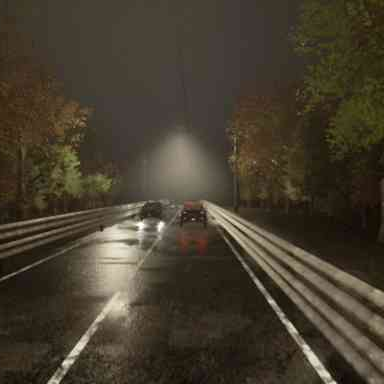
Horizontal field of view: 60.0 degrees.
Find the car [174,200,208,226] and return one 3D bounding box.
[{"bbox_3d":[0.089,1.550,23.542,2.128,1.511,4.902,0,0,0],"label":"car"}]

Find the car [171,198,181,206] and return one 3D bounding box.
[{"bbox_3d":[-3.267,2.000,71.334,2.097,1.767,4.553,0,-1,0],"label":"car"}]

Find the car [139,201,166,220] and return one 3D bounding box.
[{"bbox_3d":[-3.351,1.581,28.899,1.882,1.535,5.008,0,-1,0],"label":"car"}]
